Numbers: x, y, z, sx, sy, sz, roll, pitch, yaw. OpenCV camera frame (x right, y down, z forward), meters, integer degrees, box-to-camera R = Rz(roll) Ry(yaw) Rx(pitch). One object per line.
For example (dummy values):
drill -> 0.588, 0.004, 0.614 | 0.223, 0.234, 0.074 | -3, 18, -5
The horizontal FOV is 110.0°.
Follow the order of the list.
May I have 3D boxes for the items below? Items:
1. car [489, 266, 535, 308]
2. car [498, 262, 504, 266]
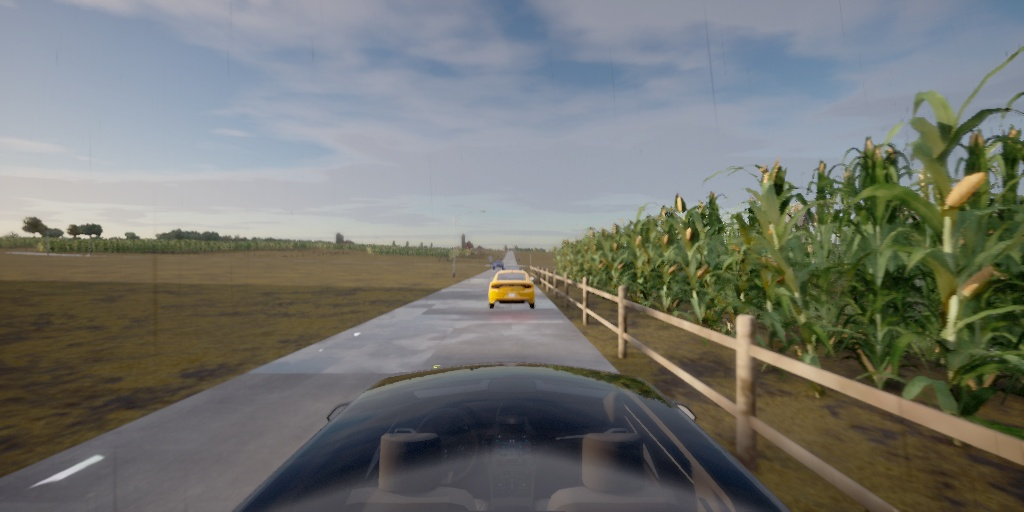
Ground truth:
car -> 0.000, 1.387, 16.333 | 1.882, 1.535, 5.008 | 0, 0, 0
car -> -0.005, 1.591, 31.343 | 1.882, 1.535, 5.008 | 0, -1, 0
